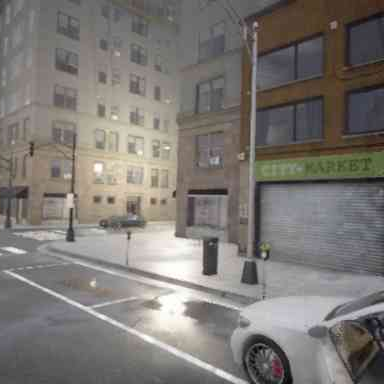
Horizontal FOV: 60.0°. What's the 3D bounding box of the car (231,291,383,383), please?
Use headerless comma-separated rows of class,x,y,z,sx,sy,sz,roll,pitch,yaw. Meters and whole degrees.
car,2.602,1.751,3.586,4.674,1.442,1.812,-1,-3,45

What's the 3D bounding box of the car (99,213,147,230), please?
car,-6.036,2.534,29.306,1.994,1.385,4.181,0,-2,44
